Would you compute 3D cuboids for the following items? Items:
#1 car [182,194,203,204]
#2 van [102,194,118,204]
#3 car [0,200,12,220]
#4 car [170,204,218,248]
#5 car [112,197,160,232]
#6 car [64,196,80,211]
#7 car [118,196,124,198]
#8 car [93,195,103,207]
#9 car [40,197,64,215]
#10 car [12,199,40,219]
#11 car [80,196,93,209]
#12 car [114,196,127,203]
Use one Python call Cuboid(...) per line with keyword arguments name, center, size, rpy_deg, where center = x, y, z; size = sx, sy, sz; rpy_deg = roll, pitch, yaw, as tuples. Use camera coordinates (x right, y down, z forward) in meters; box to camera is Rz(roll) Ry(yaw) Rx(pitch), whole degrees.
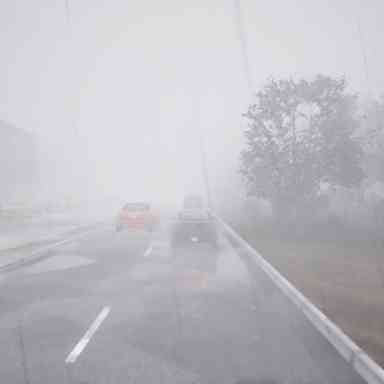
Cuboid(name="car", center=(0.088, 1.246, 37.893), size=(2.150, 2.045, 5.566), rpy_deg=(0, 0, 0))
Cuboid(name="van", center=(-15.574, 1.276, 61.727), size=(1.878, 1.987, 4.442), rpy_deg=(0, 0, 0))
Cuboid(name="car", center=(-15.465, 1.217, 23.140), size=(2.435, 2.045, 5.566), rpy_deg=(0, 0, 0))
Cuboid(name="car", center=(0.094, 1.515, 14.868), size=(1.837, 1.490, 4.892), rpy_deg=(0, 0, 0))
Cuboid(name="car", center=(-3.158, 1.365, 20.248), size=(2.097, 1.767, 4.553), rpy_deg=(0, 0, 0))
Cuboid(name="car", center=(-15.512, 1.357, 39.649), size=(2.185, 1.767, 4.553), rpy_deg=(0, 0, 0))
Cuboid(name="car", center=(-15.591, 1.536, 67.339), size=(2.163, 1.488, 4.792), rpy_deg=(0, 0, 0))
Cuboid(name="car", center=(-15.543, 1.532, 50.796), size=(2.002, 1.452, 4.674), rpy_deg=(0, 0, 0))
Cuboid(name="car", center=(-15.497, 1.479, 34.099), size=(2.231, 1.521, 4.892), rpy_deg=(0, 0, 0))
Cuboid(name="car", center=(-15.481, 1.473, 28.573), size=(2.097, 1.535, 5.008), rpy_deg=(0, 0, 0))
Cuboid(name="car", center=(-15.527, 1.362, 45.175), size=(2.185, 1.767, 4.553), rpy_deg=(0, 0, 0))
Cuboid(name="car", center=(-15.623, 1.552, 72.835), size=(2.002, 1.452, 4.674), rpy_deg=(-2, 0, 0))
